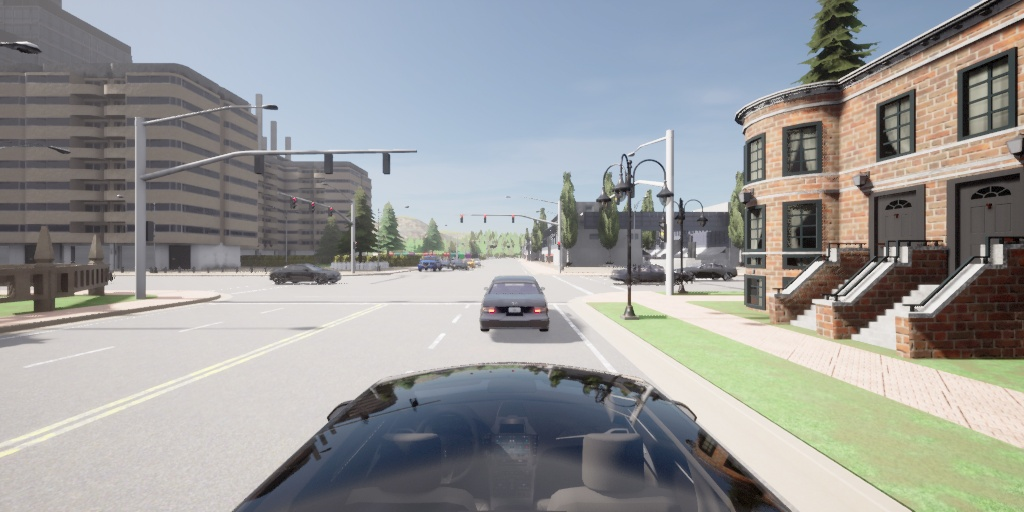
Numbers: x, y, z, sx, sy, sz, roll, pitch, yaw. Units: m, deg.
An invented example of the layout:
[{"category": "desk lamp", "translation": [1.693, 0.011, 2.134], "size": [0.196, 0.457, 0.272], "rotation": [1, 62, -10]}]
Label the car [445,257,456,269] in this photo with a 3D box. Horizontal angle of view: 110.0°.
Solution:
[{"category": "car", "translation": [-10.651, 1.297, 57.447], "size": [2.033, 1.411, 5.357], "rotation": [0, 0, 0]}]

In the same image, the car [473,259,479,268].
[{"category": "car", "translation": [-7.139, 1.227, 59.361], "size": [1.882, 1.535, 5.008], "rotation": [0, 0, 0]}]

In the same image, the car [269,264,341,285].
[{"category": "car", "translation": [-14.593, 1.275, 25.371], "size": [4.674, 1.442, 1.812], "rotation": [0, 0, 1]}]

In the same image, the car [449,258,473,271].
[{"category": "car", "translation": [-7.135, 1.314, 50.272], "size": [1.994, 1.385, 4.181], "rotation": [0, 0, 0]}]

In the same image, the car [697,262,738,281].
[{"category": "car", "translation": [15.424, 1.241, 28.809], "size": [4.902, 1.511, 2.128], "rotation": [0, 0, -1]}]

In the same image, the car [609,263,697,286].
[{"category": "car", "translation": [9.560, 1.297, 24.994], "size": [5.357, 1.411, 2.033], "rotation": [0, 0, 0]}]

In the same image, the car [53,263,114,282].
[{"category": "car", "translation": [-31.263, 1.254, 25.386], "size": [4.892, 1.490, 1.837], "rotation": [0, 0, 0]}]

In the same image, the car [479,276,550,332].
[{"category": "car", "translation": [0.072, 1.297, 10.846], "size": [2.033, 1.411, 5.357], "rotation": [0, 0, 0]}]

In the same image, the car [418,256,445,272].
[{"category": "car", "translation": [-10.640, 0.971, 46.874], "size": [2.150, 2.045, 5.566], "rotation": [0, 0, 0]}]
